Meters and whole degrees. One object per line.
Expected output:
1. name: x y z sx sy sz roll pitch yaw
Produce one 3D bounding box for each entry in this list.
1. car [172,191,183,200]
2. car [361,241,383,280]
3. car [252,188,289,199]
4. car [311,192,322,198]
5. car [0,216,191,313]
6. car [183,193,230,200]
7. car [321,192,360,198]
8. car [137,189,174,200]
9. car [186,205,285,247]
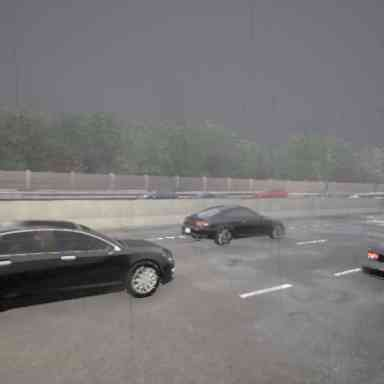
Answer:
1. car: 1.039 0.855 30.032 4.892 1.490 1.837 0 1 -34
2. car: 6.358 1.487 8.200 5.357 1.411 2.033 0 2 -34
3. car: 10.716 0.440 44.983 5.566 2.045 2.150 0 2 -34
4. car: 16.307 0.791 40.323 4.553 1.767 2.097 0 2 -34
5. car: -2.633 1.300 6.364 4.892 1.490 1.837 0 2 -34
6. car: 1.820 1.012 26.345 4.181 1.385 1.994 0 1 -34
7. car: 16.843 1.027 36.474 4.902 1.511 2.128 0 1 -34
8. car: -3.586 0.489 35.342 4.553 1.767 2.097 0 2 -34
9. car: 1.750 1.254 13.532 4.674 1.442 1.812 0 2 -34
